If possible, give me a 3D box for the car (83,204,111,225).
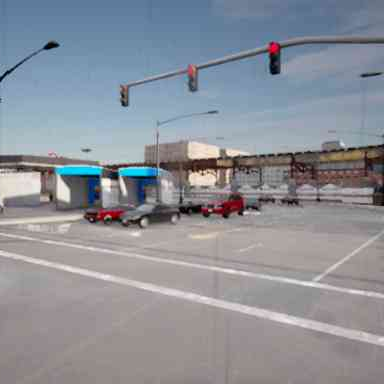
[{"bbox_3d":[-5.317,1.500,23.678,1.895,1.301,4.718,0,0,37],"label":"car"}]

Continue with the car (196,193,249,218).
[{"bbox_3d":[2.849,1.139,29.434,2.150,2.045,5.566,0,0,30],"label":"car"}]

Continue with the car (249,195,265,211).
[{"bbox_3d":[7.097,1.453,39.119,2.033,1.411,5.357,0,0,16],"label":"car"}]

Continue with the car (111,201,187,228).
[{"bbox_3d":[-2.612,1.444,21.496,1.812,1.442,4.674,0,0,36],"label":"car"}]

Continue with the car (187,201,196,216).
[{"bbox_3d":[-0.133,1.499,31.238,1.895,1.301,4.718,0,0,30],"label":"car"}]

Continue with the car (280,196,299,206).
[{"bbox_3d":[15.858,1.401,54.307,1.837,1.490,4.892,0,0,-3],"label":"car"}]

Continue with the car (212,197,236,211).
[{"bbox_3d":[4.021,1.433,41.046,2.033,1.411,5.357,0,0,15],"label":"car"}]

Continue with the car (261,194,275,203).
[{"bbox_3d":[14.046,1.207,64.300,2.097,1.767,4.553,0,0,-18],"label":"car"}]
